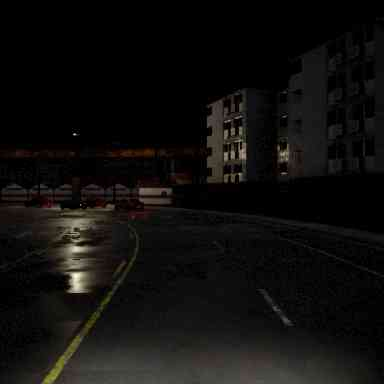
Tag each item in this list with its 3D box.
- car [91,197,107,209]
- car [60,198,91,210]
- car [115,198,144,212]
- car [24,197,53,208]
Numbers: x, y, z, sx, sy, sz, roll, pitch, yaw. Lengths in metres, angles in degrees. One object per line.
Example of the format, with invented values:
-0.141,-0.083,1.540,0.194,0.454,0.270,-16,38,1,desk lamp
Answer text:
-13.746,1.477,45.979,5.008,1.535,1.882,0,0,42,car
-15.142,1.564,42.387,1.994,1.385,4.181,0,0,-45,car
-7.383,1.478,38.927,1.882,1.535,5.008,0,0,-36,car
-22.189,1.477,47.971,5.008,1.535,1.882,0,0,31,car
